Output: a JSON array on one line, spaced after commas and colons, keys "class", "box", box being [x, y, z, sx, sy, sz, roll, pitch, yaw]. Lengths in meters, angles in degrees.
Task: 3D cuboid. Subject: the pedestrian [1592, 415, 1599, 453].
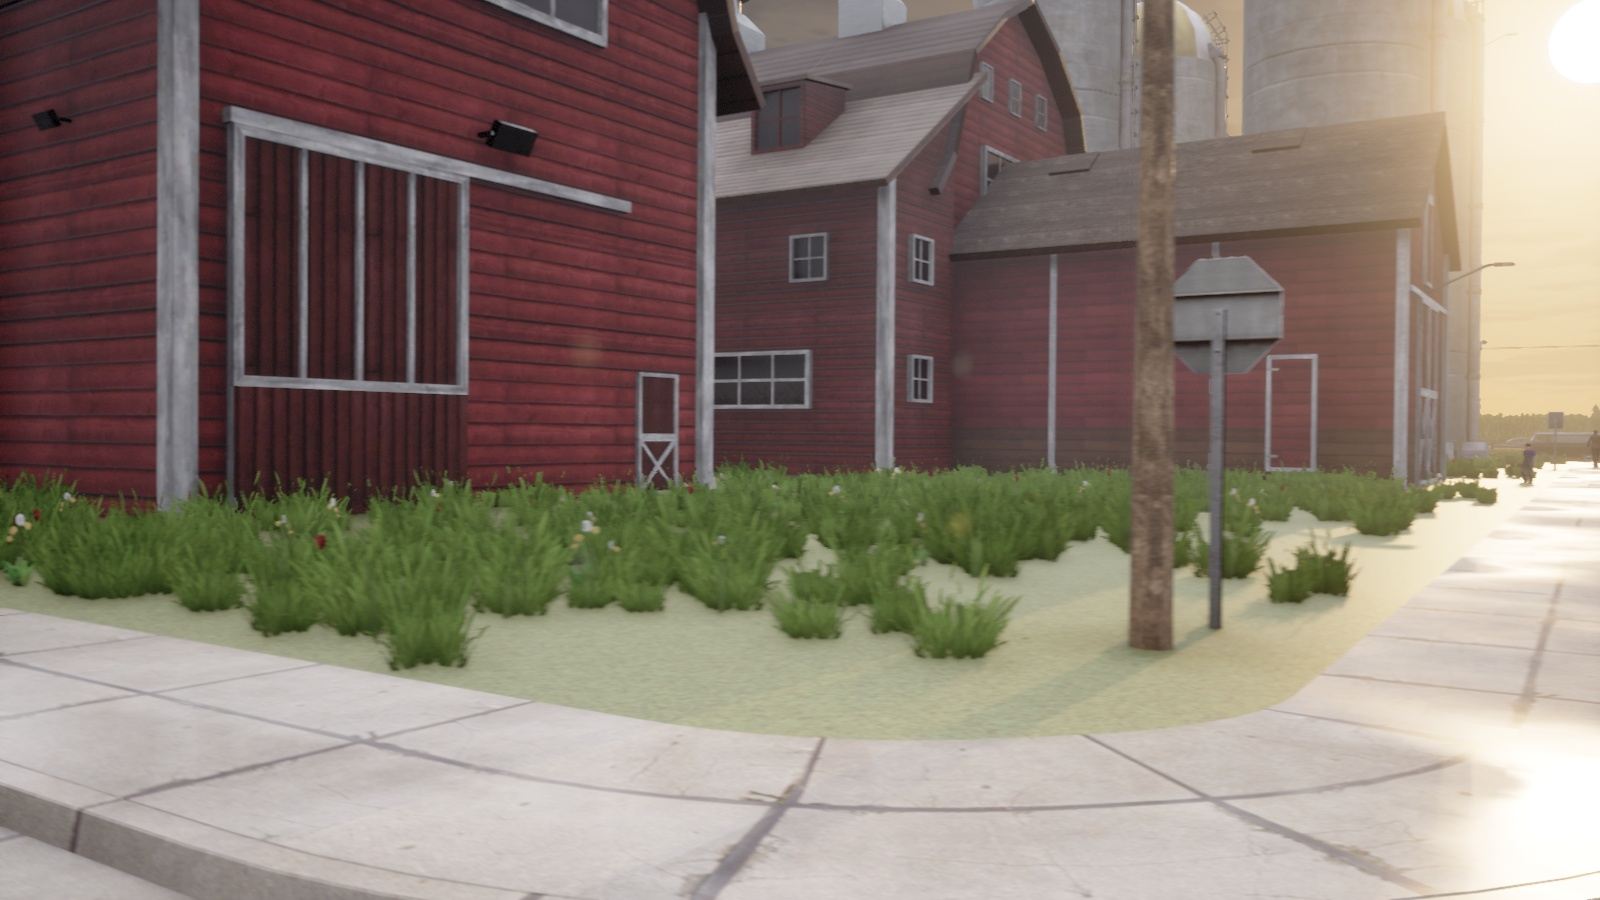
[{"class": "pedestrian", "box": [38.442, -0.789, 60.620, 0.328, 1.805, 0.869, 0, 1, 36]}]

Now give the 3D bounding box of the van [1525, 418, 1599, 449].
[{"class": "van", "box": [50.484, -1.103, 82.863, 4.442, 1.987, 1.775, 0, 1, 33]}]

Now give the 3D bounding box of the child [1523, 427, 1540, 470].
[{"class": "child", "box": [21.939, -0.049, 37.667, 0.437, 1.263, 0.270, -1, 1, -36]}]
